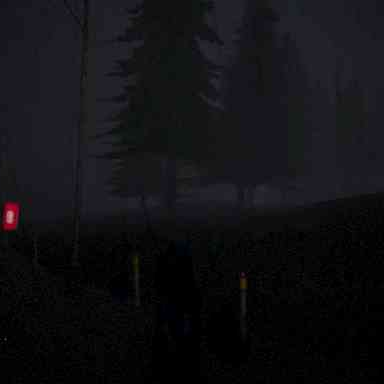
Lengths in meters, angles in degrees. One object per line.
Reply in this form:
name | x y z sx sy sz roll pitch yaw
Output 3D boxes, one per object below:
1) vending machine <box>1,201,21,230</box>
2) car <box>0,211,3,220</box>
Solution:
vending machine | -14.330 1.870 26.355 1.100 2.100 0.880 7 1 -21
car | -21.819 2.340 35.730 2.033 1.411 5.357 3 -2 -9
